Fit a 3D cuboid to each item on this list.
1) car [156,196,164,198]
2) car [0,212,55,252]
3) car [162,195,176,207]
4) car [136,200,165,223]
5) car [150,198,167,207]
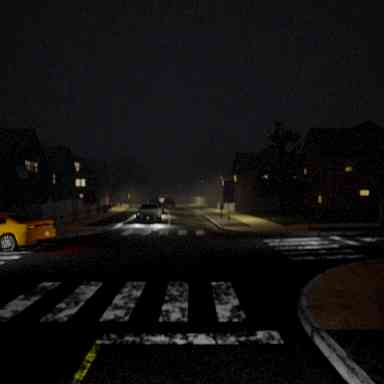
[{"bbox_3d":[-5.393,1.702,47.591,1.837,1.490,4.892,0,0,-8],"label":"car"},{"bbox_3d":[-8.424,1.647,14.190,5.008,1.535,1.882,-2,-2,11],"label":"car"},{"bbox_3d":[-3.954,1.776,56.925,1.837,1.490,4.892,0,-1,-10],"label":"car"},{"bbox_3d":[-3.346,1.607,26.482,1.812,1.442,4.674,0,0,-3],"label":"car"},{"bbox_3d":[-4.087,1.699,36.276,1.994,1.385,4.181,0,0,-6],"label":"car"}]
